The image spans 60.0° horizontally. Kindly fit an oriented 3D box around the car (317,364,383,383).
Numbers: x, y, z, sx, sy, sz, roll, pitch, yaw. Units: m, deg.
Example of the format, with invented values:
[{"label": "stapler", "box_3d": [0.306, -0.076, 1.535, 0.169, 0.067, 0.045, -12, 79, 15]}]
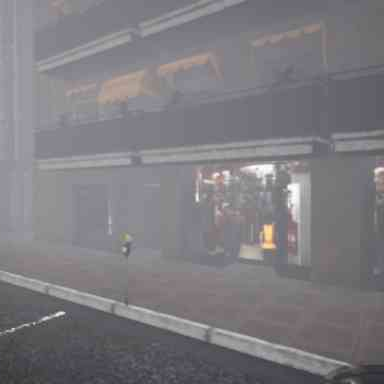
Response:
[{"label": "car", "box_3d": [2.469, 1.545, 1.233, 4.313, 1.339, 1.947, 0, 1, 34]}]
